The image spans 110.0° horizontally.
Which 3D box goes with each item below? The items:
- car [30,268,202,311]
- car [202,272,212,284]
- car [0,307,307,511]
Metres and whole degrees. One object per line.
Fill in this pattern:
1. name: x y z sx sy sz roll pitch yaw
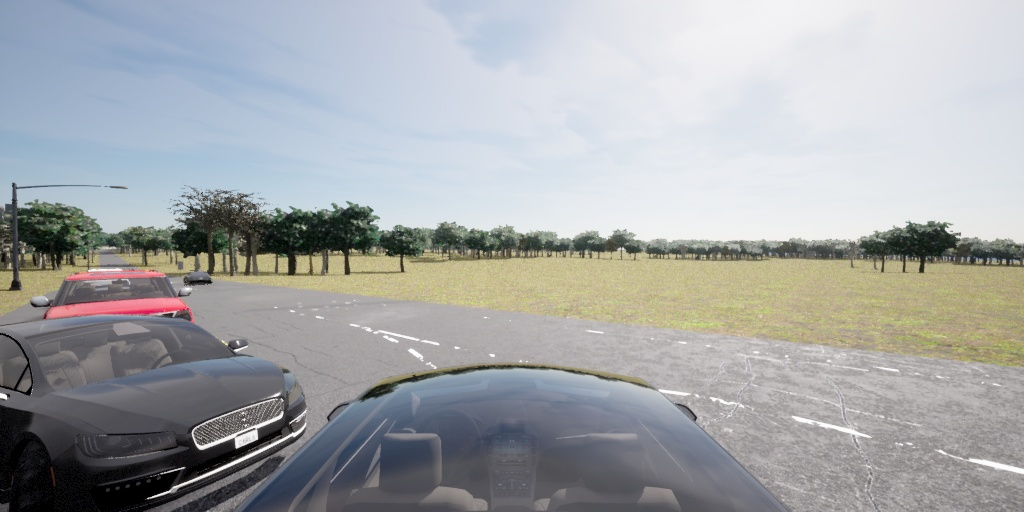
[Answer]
1. car: -9.463 1.386 8.636 5.566 2.045 2.150 -2 0 41
2. car: -35.522 2.466 40.483 4.181 1.385 1.994 -2 0 41
3. car: -4.557 1.445 3.985 4.892 1.490 1.837 -3 -3 21
